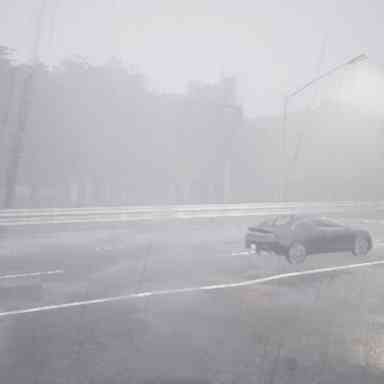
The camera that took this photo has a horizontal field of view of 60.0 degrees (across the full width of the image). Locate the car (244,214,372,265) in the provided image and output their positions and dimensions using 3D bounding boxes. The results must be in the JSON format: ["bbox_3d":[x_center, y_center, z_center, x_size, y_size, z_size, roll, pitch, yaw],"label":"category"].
[{"bbox_3d":[4.179,1.543,11.798,4.902,1.511,2.128,0,-1,-25],"label":"car"}]
